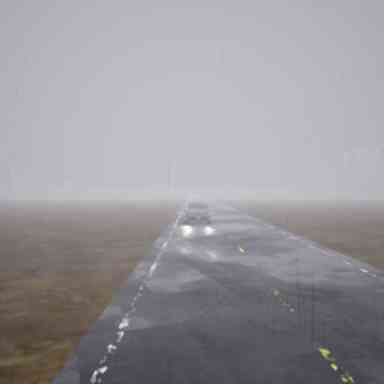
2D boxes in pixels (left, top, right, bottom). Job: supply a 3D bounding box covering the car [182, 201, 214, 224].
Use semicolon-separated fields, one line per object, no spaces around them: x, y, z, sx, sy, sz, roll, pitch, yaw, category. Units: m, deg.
0.403;1.422;23.961;1.837;1.490;4.892;0;0;0;car
